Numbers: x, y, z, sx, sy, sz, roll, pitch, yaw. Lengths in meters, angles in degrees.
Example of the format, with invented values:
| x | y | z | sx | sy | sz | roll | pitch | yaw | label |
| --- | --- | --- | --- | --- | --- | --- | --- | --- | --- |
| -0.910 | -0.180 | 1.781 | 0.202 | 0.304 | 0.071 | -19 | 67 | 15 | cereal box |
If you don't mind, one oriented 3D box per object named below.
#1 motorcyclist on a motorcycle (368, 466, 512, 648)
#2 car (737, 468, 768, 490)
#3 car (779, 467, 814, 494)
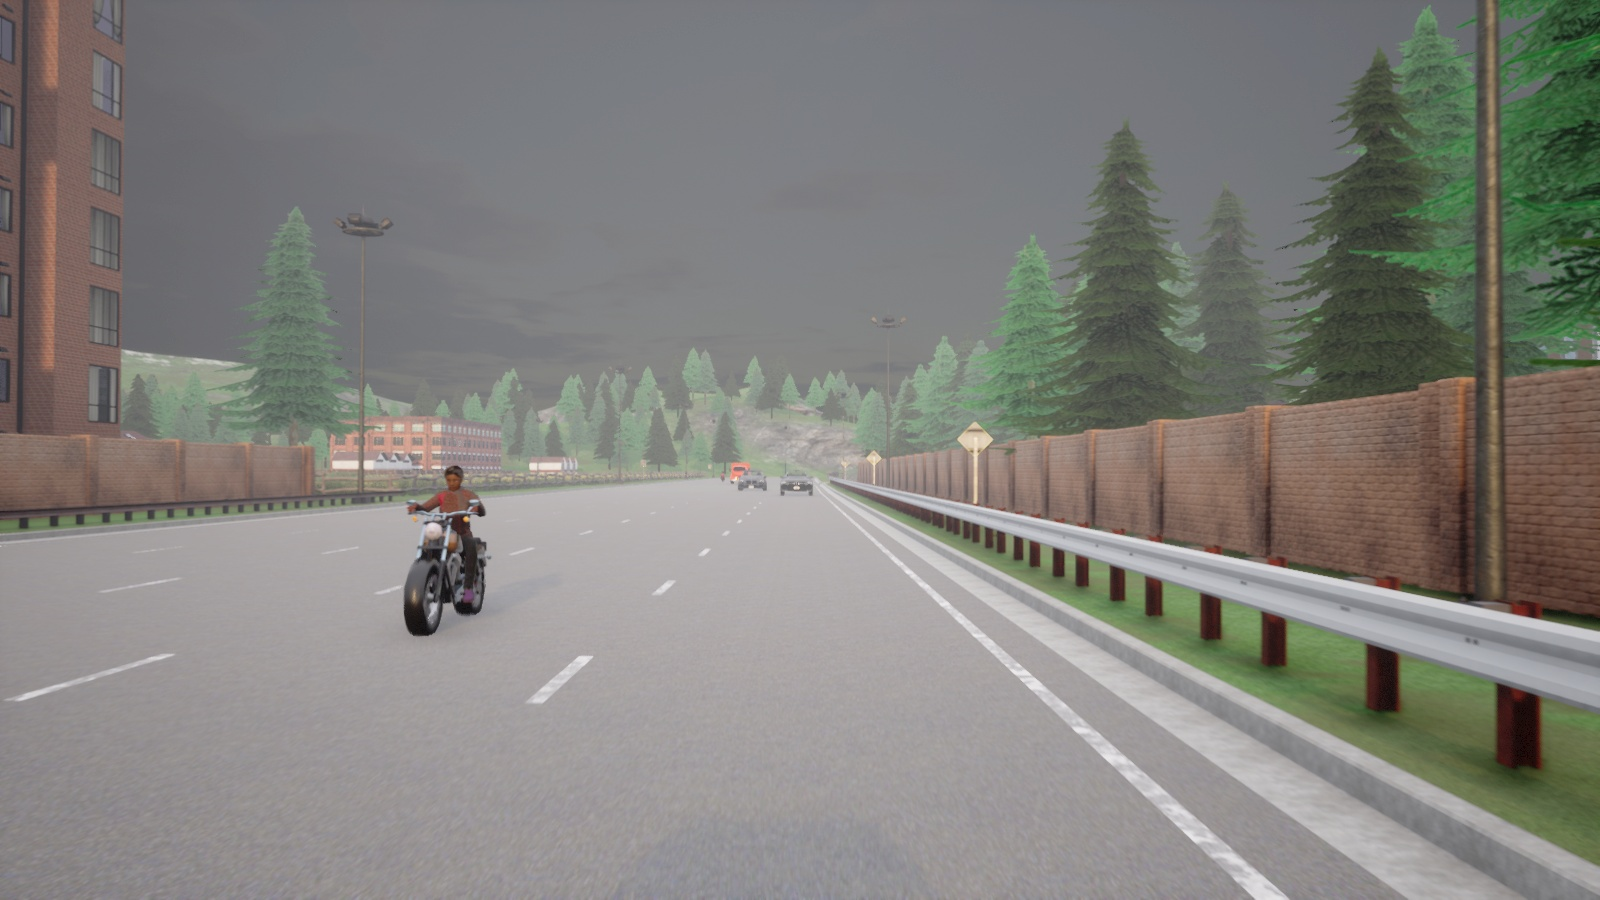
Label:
| x | y | z | sx | sy | sz | roll | pitch | yaw | label |
| --- | --- | --- | --- | --- | --- | --- | --- | --- | --- |
| -3.531 | 0.985 | 12.545 | 0.766 | 1.649 | 2.350 | 0 | -1 | 0 | motorcyclist on a motorcycle |
| -3.693 | 2.285 | 98.168 | 2.242 | 1.667 | 4.611 | 0 | -1 | 0 | car |
| -0.198 | 1.911 | 80.200 | 2.152 | 1.651 | 5.027 | 0 | -1 | 0 | car |
